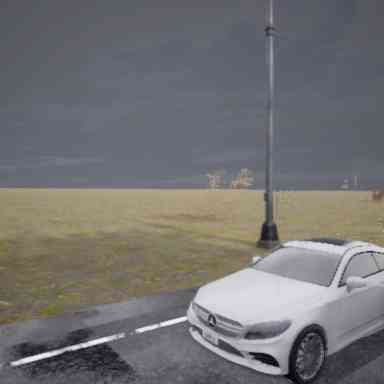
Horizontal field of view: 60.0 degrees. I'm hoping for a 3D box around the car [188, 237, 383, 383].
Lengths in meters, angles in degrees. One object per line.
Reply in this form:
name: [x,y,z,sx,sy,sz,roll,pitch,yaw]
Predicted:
car: [2.122,1.541,5.503,4.674,1.442,1.812,0,0,-35]
